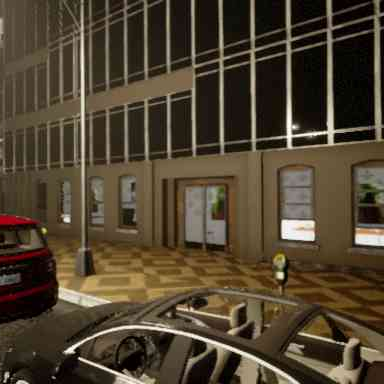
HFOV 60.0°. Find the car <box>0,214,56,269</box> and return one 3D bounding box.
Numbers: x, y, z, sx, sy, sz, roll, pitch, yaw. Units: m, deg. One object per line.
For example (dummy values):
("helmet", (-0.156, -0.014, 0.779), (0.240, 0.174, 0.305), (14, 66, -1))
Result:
("car", (-4.510, 1.321, 6.099), (5.009, 1.841, 2.192), (0, -1, 35))

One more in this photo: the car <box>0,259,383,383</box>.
("car", (0.083, 1.552, 2.823), (4.403, 1.369, 2.008), (0, -1, 35))
